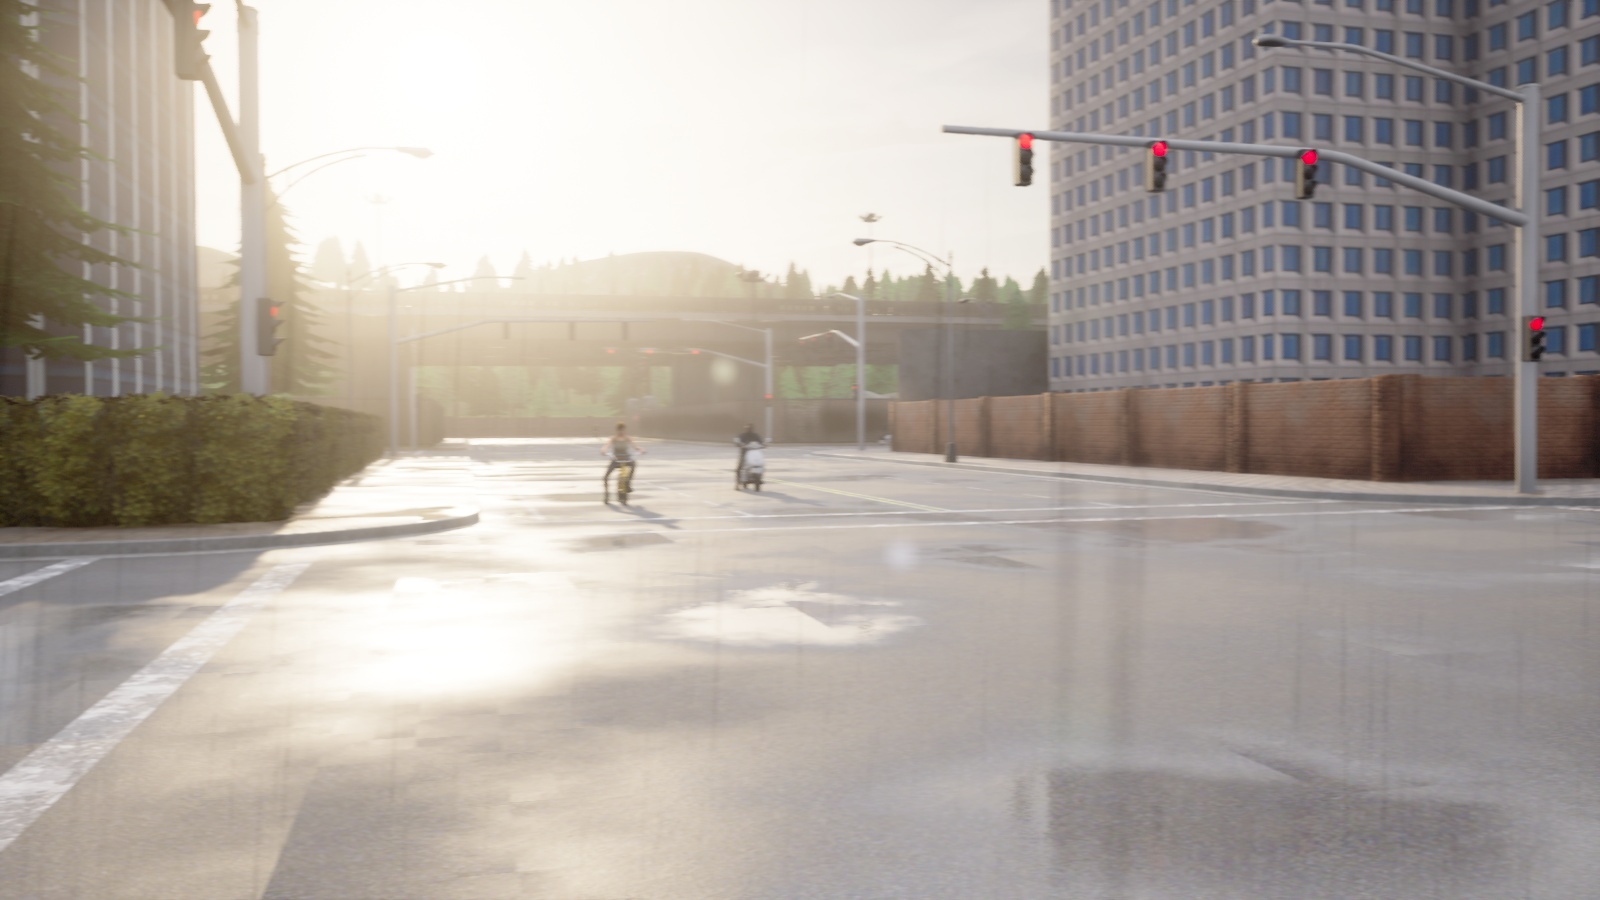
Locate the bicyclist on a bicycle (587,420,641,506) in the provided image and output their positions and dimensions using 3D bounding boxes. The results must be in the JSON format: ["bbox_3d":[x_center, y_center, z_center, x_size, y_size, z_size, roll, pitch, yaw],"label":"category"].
[{"bbox_3d":[-3.622,0.234,24.376,0.866,1.612,1.509,0,1,-15],"label":"bicyclist on a bicycle"}]

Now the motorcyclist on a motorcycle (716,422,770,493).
[{"bbox_3d":[-1.351,0.149,29.305,0.866,1.590,1.817,0,1,-15],"label":"motorcyclist on a motorcycle"}]
